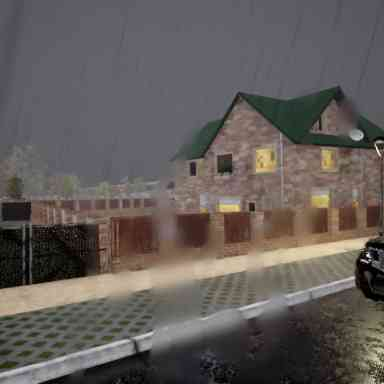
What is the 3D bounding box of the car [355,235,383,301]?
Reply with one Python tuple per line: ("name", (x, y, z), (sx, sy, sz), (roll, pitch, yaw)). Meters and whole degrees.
("car", (5.834, 1.217, 7.173), (5.566, 2.045, 2.150), (0, 0, -35))
